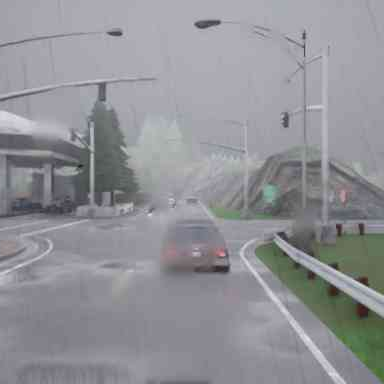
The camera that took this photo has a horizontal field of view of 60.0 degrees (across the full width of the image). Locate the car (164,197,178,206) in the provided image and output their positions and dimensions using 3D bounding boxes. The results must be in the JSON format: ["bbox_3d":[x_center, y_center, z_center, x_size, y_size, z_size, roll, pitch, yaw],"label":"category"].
[{"bbox_3d":[-3.568,1.595,58.225,2.033,1.411,5.357,0,0,0],"label":"car"}]

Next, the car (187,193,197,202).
[{"bbox_3d":[-0.028,1.288,76.088,2.150,2.045,5.566,0,0,-2],"label":"car"}]

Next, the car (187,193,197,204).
[{"bbox_3d":[0.061,1.532,65.878,1.882,1.535,5.008,0,0,0],"label":"car"}]

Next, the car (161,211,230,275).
[{"bbox_3d":[0.033,1.556,10.447,2.033,1.411,5.357,0,0,-1],"label":"car"}]

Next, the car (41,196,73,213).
[{"bbox_3d":[-14.538,1.342,36.535,1.905,1.878,3.866,0,0,-1],"label":"car"}]

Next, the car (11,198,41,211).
[{"bbox_3d":[-20.246,1.512,40.811,2.242,1.667,4.611,0,0,-1],"label":"car"}]

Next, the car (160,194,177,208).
[{"bbox_3d":[-3.601,1.260,47.578,2.150,2.045,5.566,0,0,0],"label":"car"}]

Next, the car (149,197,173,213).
[{"bbox_3d":[-3.605,1.578,37.221,2.033,1.411,5.357,0,0,0],"label":"car"}]
